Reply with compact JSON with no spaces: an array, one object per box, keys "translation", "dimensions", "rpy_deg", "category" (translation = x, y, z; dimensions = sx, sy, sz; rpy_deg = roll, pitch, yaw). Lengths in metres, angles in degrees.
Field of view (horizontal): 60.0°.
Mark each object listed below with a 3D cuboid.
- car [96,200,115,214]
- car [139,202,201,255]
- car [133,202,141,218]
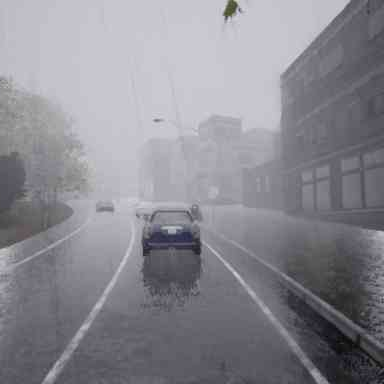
[{"translation":[-9.734,1.600,37.126],"dimensions":[2.033,1.411,5.357],"rpy_deg":[2,0,-19],"category":"car"},{"translation":[-0.919,1.392,13.629],"dimensions":[2.097,1.767,4.553],"rpy_deg":[0,0,-6],"category":"car"},{"translation":[-4.447,1.645,31.364],"dimensions":[1.812,1.442,4.674],"rpy_deg":[1,-1,-15],"category":"car"}]
